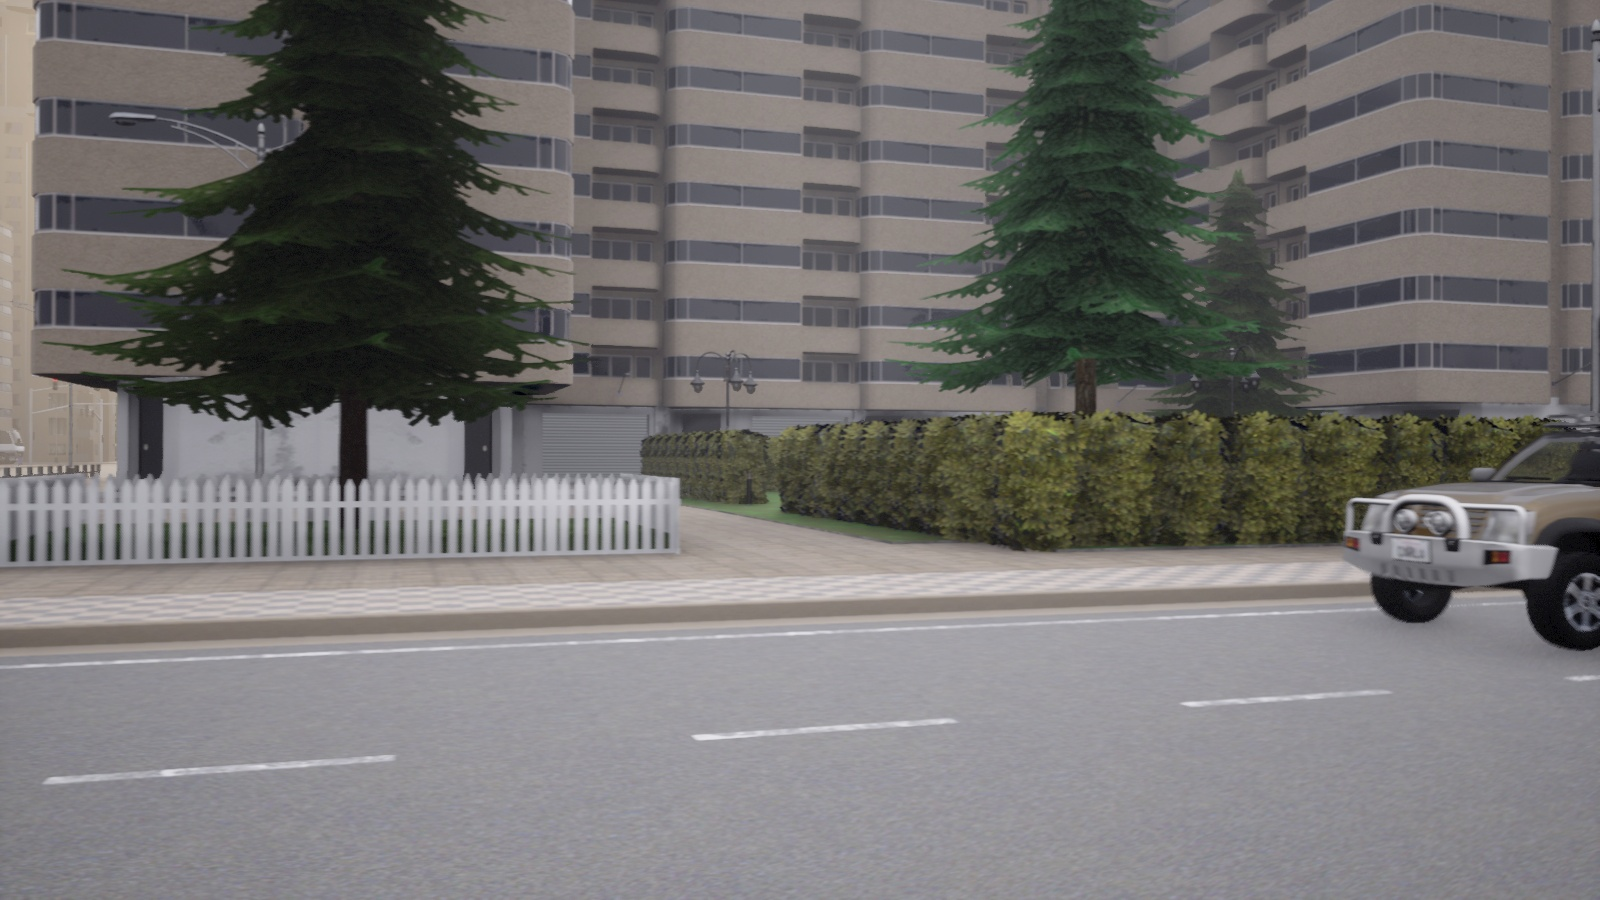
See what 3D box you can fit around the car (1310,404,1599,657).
[{"bbox_3d":[6.968,0.592,10.812,4.605,1.855,1.932,0,0,-18],"label":"car"}]
